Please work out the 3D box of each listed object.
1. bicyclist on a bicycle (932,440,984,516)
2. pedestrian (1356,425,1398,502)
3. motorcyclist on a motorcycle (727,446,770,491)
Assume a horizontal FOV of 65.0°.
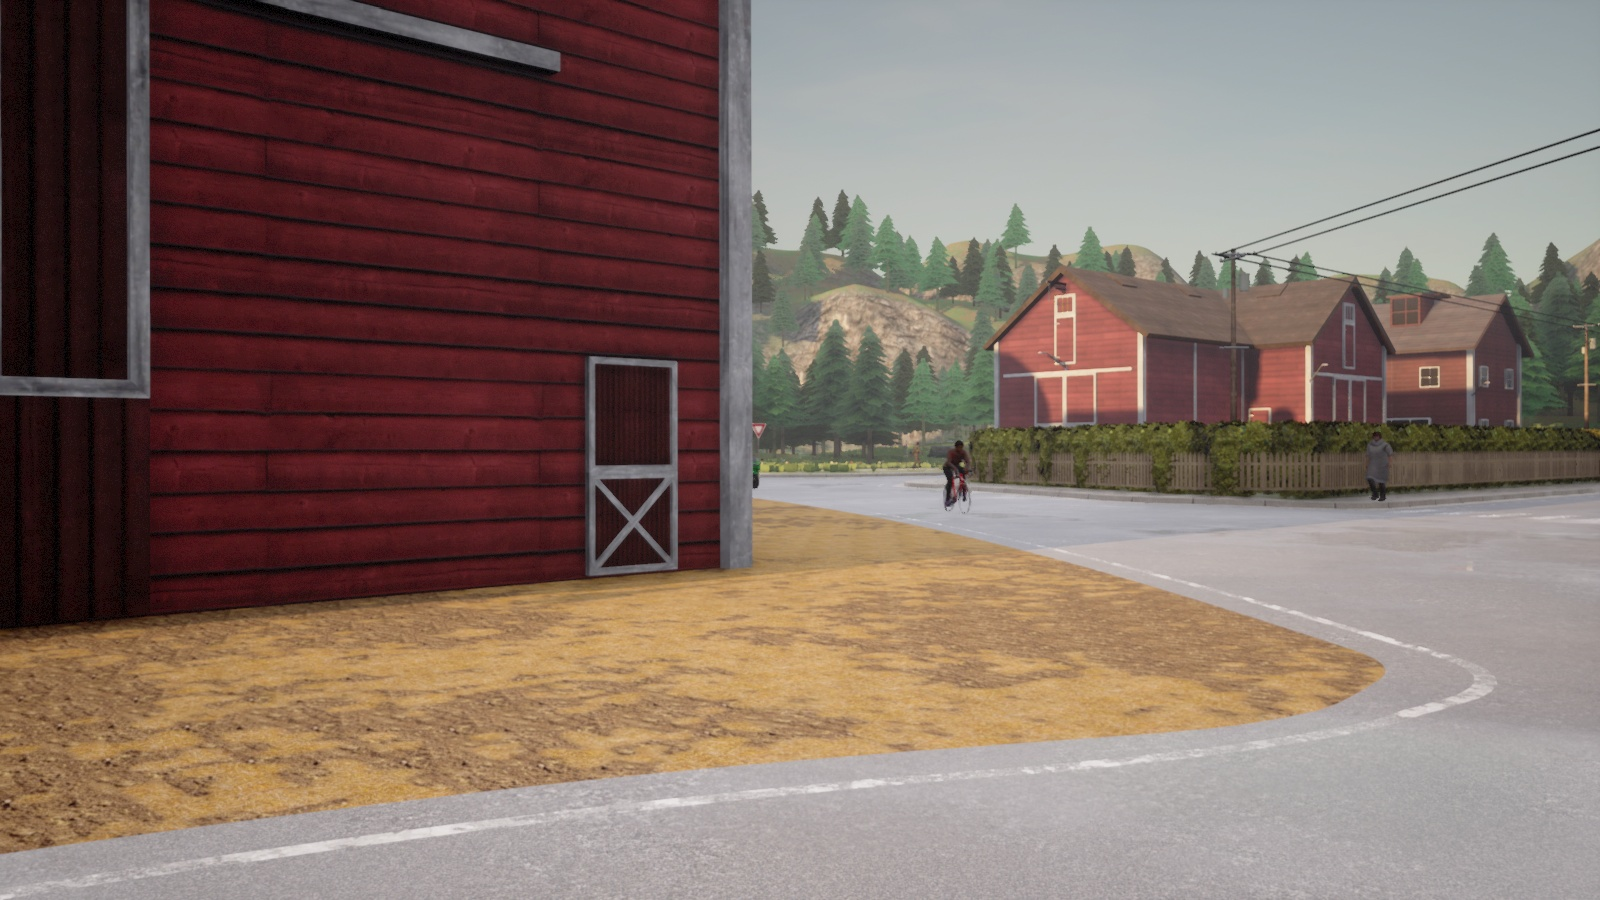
[{"bbox_3d":[3.490,0.603,27.828,0.582,1.620,1.656,-1,0,-14],"label":"bicyclist on a bicycle"},{"bbox_3d":[14.922,0.336,32.466,0.873,1.952,0.659,0,0,-38],"label":"pedestrian"},{"bbox_3d":[-1.795,0.623,43.542,0.797,1.523,2.044,-1,0,-24],"label":"motorcyclist on a motorcycle"}]
